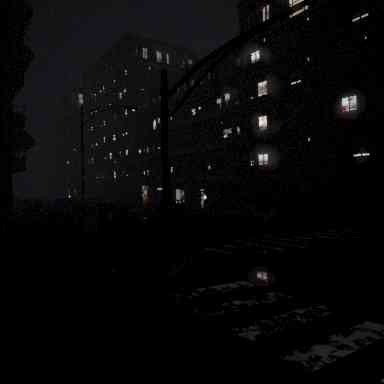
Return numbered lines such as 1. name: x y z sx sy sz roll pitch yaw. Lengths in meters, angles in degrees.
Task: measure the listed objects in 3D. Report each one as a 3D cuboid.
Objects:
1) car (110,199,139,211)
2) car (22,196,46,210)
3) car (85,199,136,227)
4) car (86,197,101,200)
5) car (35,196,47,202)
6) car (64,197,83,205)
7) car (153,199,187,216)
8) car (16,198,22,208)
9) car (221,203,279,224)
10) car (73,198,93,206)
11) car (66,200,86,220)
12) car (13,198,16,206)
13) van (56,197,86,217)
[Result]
1. car: -8.679 1.581 42.325 2.008 1.369 4.403 -1 1 -36
2. car: -21.936 1.628 46.452 1.967 1.590 4.097 -1 1 -36
3. car: -5.836 1.553 23.947 1.967 1.590 4.097 -1 1 -36
4. car: -15.120 1.502 51.326 1.967 1.590 4.097 -1 1 -36
5. car: -37.658 1.728 82.836 1.887 1.381 4.507 -1 1 -36
6. car: -21.559 1.645 60.330 2.008 1.369 4.403 -1 1 -36
7. car: -2.240 1.441 33.322 1.967 1.590 4.097 -1 1 -36
8. car: -25.154 1.770 50.953 1.947 1.339 4.313 -1 1 -36
9. car: 4.102 1.498 24.459 1.752 1.417 4.829 -1 1 -36
10. car: -18.339 1.643 55.828 1.947 1.339 4.313 -1 1 -36
11. car: -8.955 1.652 28.310 1.752 1.417 4.829 -1 1 -36
12. car: -31.594 1.782 59.956 1.887 1.381 4.507 -1 1 -36
13. van: -12.277 1.483 32.947 1.690 1.788 3.998 -1 1 -36
